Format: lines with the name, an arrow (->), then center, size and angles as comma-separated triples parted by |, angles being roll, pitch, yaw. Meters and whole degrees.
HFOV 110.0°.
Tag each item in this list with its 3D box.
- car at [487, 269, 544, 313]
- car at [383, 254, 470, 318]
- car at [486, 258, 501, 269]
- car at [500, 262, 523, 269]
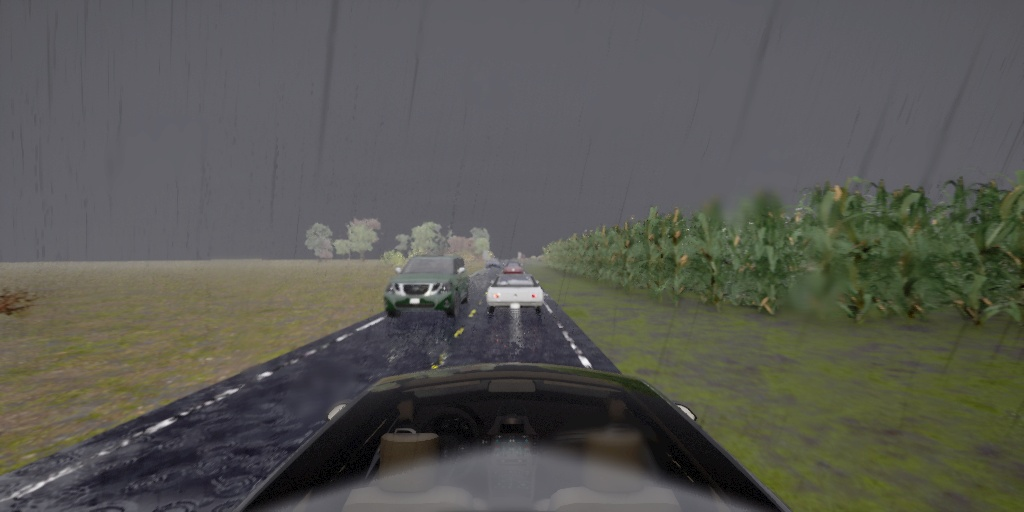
car -> 0.108, 1.339, 13.925 | 1.895, 1.301, 4.718 | 0, 0, 0
car -> -2.843, 0.958, 13.253 | 2.150, 2.045, 5.566 | 0, 0, 0
car -> -2.785, 1.066, 54.357 | 2.097, 1.767, 4.553 | 0, 0, 0
car -> 0.122, 1.282, 36.391 | 1.994, 1.385, 4.181 | 0, 0, 0
